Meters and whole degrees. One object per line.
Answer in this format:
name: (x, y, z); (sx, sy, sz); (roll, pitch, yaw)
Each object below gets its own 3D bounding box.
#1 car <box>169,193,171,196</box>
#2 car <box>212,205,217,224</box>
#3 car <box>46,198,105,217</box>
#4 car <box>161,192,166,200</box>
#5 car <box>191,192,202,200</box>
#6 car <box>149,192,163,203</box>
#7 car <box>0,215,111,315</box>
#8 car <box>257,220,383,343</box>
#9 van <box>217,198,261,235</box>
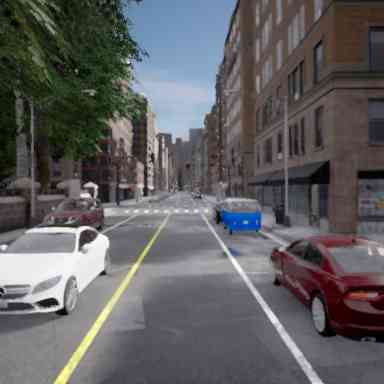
car: (-7.398, 1.100, 88.468); (2.008, 1.369, 4.403); (-1, 0, -1)
car: (2.419, 1.419, 23.408); (1.947, 1.339, 4.313); (-1, 0, -1)
car: (-5.993, 1.265, 17.539); (2.192, 1.841, 5.009); (-1, 0, -1)
car: (-6.966, 1.214, 66.669); (2.008, 1.369, 4.403); (-1, 0, -1)
car: (1.339, 0.980, 77.773); (1.967, 1.590, 4.097); (-1, 0, -1)
car: (-6.855, 1.220, 61.050); (1.752, 1.417, 4.829); (-1, 0, -1)
car: (-3.125, 1.509, 7.626); (1.812, 1.442, 4.674); (0, 0, -1)
car: (2.755, 1.490, 6.430); (1.887, 1.381, 4.507); (-1, 0, -1)
van: (2.529, 1.226, 17.748); (1.690, 1.788, 3.998); (-1, 0, -1)
